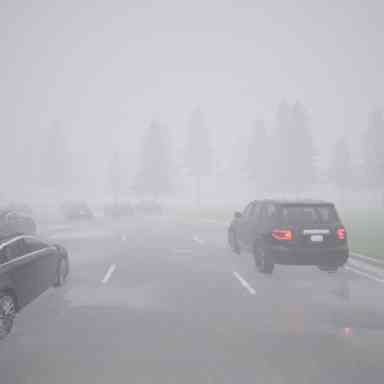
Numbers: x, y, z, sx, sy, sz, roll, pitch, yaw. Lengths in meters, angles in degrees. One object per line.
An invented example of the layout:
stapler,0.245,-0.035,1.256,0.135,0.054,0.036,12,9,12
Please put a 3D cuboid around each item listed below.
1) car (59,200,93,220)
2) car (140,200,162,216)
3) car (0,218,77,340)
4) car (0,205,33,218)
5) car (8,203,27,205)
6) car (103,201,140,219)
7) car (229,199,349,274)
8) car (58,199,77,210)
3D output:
car,-10.028,1.679,29.039,1.994,1.385,4.181,0,0,-29
car,-4.853,1.611,34.566,2.128,1.511,4.902,0,0,-32
car,-3.879,1.523,6.445,2.128,1.511,4.902,0,0,-4
car,-8.514,1.559,14.838,2.128,1.511,4.902,0,0,-10
car,-18.391,1.754,34.783,1.895,1.301,4.718,0,0,-44
car,-6.877,1.605,30.974,2.128,1.511,4.902,0,0,-29
car,2.762,1.247,10.838,2.150,2.045,5.566,0,0,-7
car,-14.695,1.641,40.939,5.008,1.535,1.882,0,0,44
